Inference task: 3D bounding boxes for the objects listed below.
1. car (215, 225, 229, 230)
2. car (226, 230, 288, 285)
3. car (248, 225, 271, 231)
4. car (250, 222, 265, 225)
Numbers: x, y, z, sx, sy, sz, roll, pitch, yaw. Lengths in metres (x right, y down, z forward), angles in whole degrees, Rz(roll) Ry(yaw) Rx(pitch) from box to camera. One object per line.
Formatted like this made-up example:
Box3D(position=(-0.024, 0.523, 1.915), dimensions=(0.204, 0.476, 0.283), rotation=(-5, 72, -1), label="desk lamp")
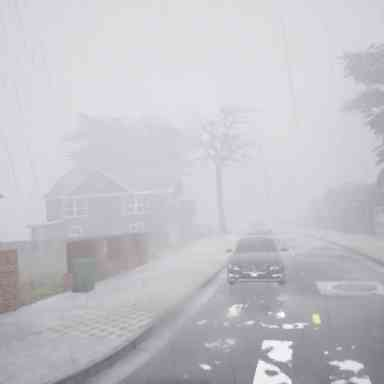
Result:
Box3D(position=(8.520, 9.449, 88.803), dimensions=(1.882, 1.535, 5.008), rotation=(-2, -7, -11), label="car")
Box3D(position=(2.485, 2.428, 12.492), dimensions=(1.837, 1.490, 4.892), rotation=(-4, -5, 14), label="car")
Box3D(position=(4.754, 3.150, 22.099), dimensions=(1.994, 1.385, 4.181), rotation=(-4, -5, 11), label="car")
Box3D(position=(6.833, 3.862, 34.347), dimensions=(2.097, 1.767, 4.553), rotation=(-4, -5, 7), label="car")
